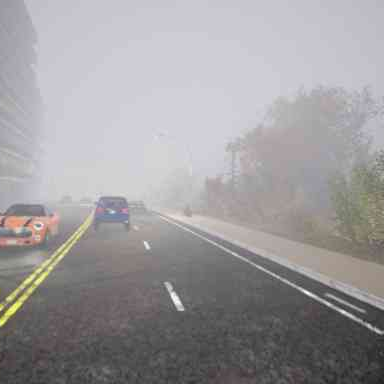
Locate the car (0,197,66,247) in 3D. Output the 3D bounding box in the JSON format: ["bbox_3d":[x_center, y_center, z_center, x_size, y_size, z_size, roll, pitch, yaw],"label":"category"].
[{"bbox_3d":[-6.993,1.237,14.269,2.097,1.767,4.553,2,-1,-13],"label":"car"}]

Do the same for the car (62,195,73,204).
[{"bbox_3d":[-21.896,1.237,58.311,1.882,1.535,5.008,2,-1,-16],"label":"car"}]

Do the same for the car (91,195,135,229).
[{"bbox_3d":[-5.202,1.248,21.790,2.150,2.045,5.566,2,-1,-13],"label":"car"}]

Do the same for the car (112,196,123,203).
[{"bbox_3d":[-16.441,1.622,73.385,1.812,1.442,4.674,2,-1,-19],"label":"car"}]

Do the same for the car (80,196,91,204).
[{"bbox_3d":[-18.819,1.445,59.339,1.994,1.385,4.181,2,-1,-16],"label":"car"}]

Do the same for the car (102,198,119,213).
[{"bbox_3d":[-9.700,1.560,39.562,1.812,1.442,4.674,2,-1,-15],"label":"car"}]

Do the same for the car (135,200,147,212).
[{"bbox_3d":[-6.775,1.706,41.223,2.033,1.411,5.357,2,-1,-15],"label":"car"}]
